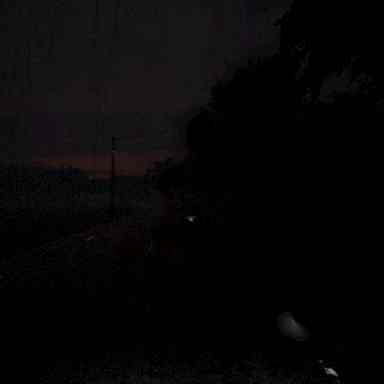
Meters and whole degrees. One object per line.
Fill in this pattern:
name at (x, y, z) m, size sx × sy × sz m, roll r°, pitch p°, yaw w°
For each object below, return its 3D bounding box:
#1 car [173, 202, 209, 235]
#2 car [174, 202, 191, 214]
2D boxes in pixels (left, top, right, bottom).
car at (-0.106, 1.619, 20.919) m, size 2.097 × 1.767 × 4.553 m, roll 0°, pitch -1°, yaw -2°
car at (-1.379, 2.138, 45.249) m, size 2.128 × 1.511 × 4.902 m, roll 0°, pitch -1°, yaw -4°
